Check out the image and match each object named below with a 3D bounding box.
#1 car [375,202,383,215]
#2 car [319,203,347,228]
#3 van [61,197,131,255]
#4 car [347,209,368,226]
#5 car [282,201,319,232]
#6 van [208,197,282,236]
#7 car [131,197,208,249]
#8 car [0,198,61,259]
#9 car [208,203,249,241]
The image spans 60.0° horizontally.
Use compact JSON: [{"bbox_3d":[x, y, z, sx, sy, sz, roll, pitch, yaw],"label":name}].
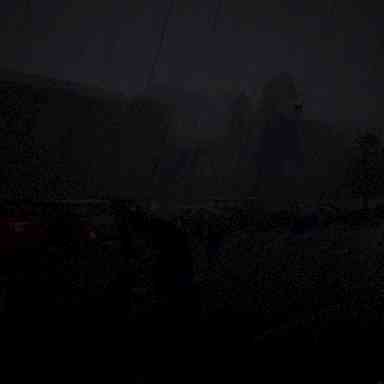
[{"bbox_3d":[19.528,1.476,30.476,4.792,1.488,2.163,-1,-1,34],"label":"car"},{"bbox_3d":[7.280,1.509,21.774,4.674,1.452,2.002,-1,0,35],"label":"car"},{"bbox_3d":[-4.771,1.264,13.064,4.442,1.987,1.878,-1,-1,35],"label":"van"},{"bbox_3d":[9.750,1.494,23.509,4.792,1.488,2.163,-1,-1,34],"label":"car"},{"bbox_3d":[4.872,1.348,20.030,4.553,1.767,2.185,-1,0,34],"label":"car"},{"bbox_3d":[2.319,1.254,18.383,4.442,1.987,1.878,-1,0,35],"label":"van"},{"bbox_3d":[-2.415,1.235,14.846,5.566,2.045,2.435,-1,-1,35],"label":"car"},{"bbox_3d":[-7.328,1.244,11.407,5.566,2.045,2.435,-1,-1,35],"label":"car"},{"bbox_3d":[-0.006,1.484,16.581,4.892,1.521,2.231,-1,0,34],"label":"car"}]
